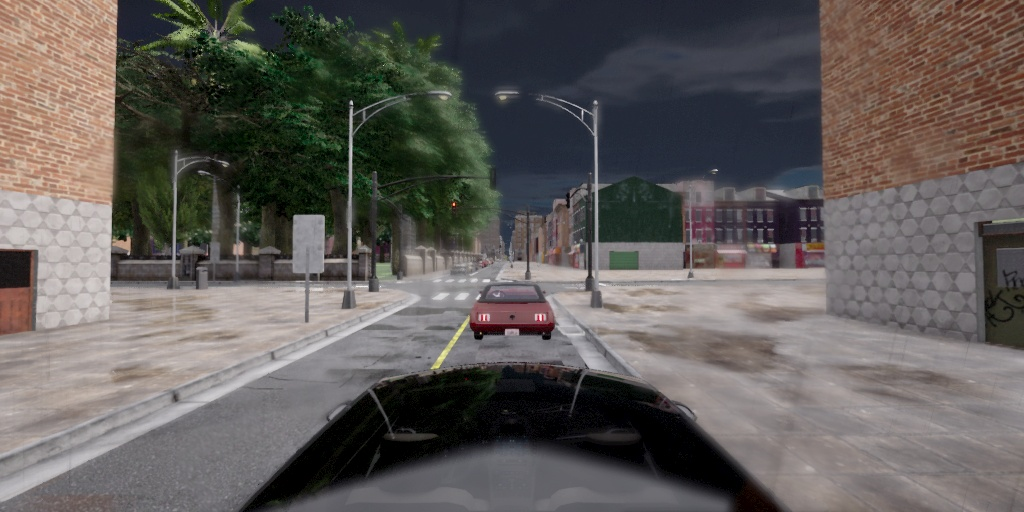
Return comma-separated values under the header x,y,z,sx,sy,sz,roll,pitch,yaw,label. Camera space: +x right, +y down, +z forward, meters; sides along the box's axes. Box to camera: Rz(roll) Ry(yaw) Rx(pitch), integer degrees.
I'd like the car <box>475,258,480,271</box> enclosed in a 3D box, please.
x,y,z,sx,sy,sz,roll,pitch,yaw,label
-5.588,1.342,45.535,2.007,1.370,4.403,0,0,0,car

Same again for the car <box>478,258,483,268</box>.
x,y,z,sx,sy,sz,roll,pitch,yaw,label
-5.635,1.368,50.985,1.948,1.339,4.313,0,0,0,car

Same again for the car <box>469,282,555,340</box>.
x,y,z,sx,sy,sz,roll,pitch,yaw,label
0.024,1.354,9.929,1.895,1.301,4.718,0,0,0,car

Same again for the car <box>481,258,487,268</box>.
x,y,z,sx,sy,sz,roll,pitch,yaw,label
-5.730,1.414,61.884,1.802,1.307,4.207,0,0,0,car

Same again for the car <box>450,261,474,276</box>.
x,y,z,sx,sy,sz,roll,pitch,yaw,label
-5.552,1.331,38.400,2.007,1.370,4.403,0,0,0,car
